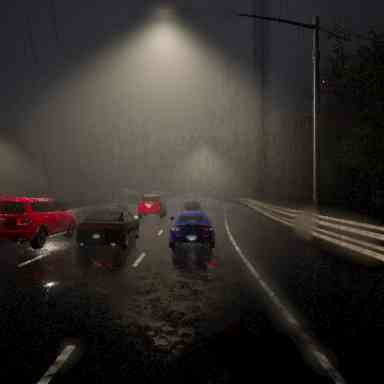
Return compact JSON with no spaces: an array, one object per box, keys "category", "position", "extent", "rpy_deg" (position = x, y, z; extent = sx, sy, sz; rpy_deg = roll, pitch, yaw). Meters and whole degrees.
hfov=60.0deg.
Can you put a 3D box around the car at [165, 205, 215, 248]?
[{"category":"car","position":[0.000,1.533,14.651],"extent":[1.812,1.442,4.674],"rpy_deg":[0,0,0]}]

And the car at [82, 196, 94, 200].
[{"category":"car","position":[-24.500,1.583,78.868],"extent":[1.812,1.442,4.674],"rpy_deg":[0,0,0]}]

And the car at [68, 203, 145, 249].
[{"category":"car","position":[-3.500,1.485,14.651],"extent":[1.882,1.535,5.008],"rpy_deg":[0,0,0]}]

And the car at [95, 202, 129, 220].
[{"category":"car","position":[-7.000,1.625,29.681],"extent":[1.895,1.301,4.718],"rpy_deg":[0,0,0]}]

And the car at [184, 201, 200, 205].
[{"category":"car","position":[0.000,1.542,29.651],"extent":[1.812,1.442,4.674],"rpy_deg":[0,0,0]}]

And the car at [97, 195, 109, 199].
[{"category":"car","position":[-21.000,1.536,78.869],"extent":[1.882,1.535,5.008],"rpy_deg":[0,0,0]}]

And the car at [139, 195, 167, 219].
[{"category":"car","position":[-3.500,1.267,29.682],"extent":[2.150,2.045,5.566],"rpy_deg":[0,0,0]}]

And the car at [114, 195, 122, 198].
[{"category":"car","position":[-17.500,1.536,78.868],"extent":[1.882,1.535,5.008],"rpy_deg":[0,0,0]}]

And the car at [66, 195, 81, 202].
[{"category":"car","position":[-28.000,1.558,78.868],"extent":[1.837,1.490,4.892],"rpy_deg":[0,0,0]}]

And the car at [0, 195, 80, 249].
[{"category":"car","position":[-7.000,1.258,14.681],"extent":[2.150,2.045,5.566],"rpy_deg":[0,0,0]}]
